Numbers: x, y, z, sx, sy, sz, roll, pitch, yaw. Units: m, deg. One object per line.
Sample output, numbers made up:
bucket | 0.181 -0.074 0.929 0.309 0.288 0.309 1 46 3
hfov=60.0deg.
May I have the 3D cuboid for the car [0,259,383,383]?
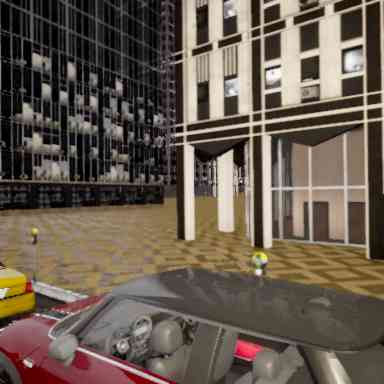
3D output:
car | -0.162 1.448 3.000 4.097 1.590 1.967 0 -1 36
